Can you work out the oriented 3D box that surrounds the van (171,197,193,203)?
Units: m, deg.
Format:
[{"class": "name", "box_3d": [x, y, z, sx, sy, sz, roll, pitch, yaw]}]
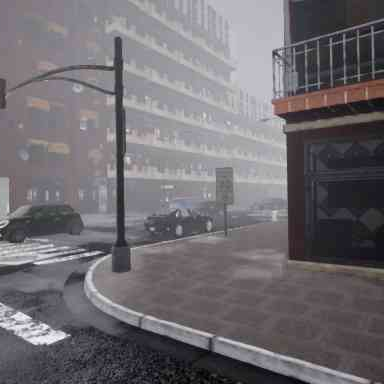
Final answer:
[{"class": "van", "box_3d": [-0.448, 1.365, 30.466, 1.690, 1.788, 3.998, -1, -1, 36]}]

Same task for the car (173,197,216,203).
[{"class": "car", "box_3d": [0.899, 1.452, 28.111, 1.882, 1.535, 5.008, -1, -1, 36]}]

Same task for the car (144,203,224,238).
[{"class": "car", "box_3d": [-0.524, 1.435, 16.821, 2.008, 1.369, 4.403, -1, -1, 36]}]

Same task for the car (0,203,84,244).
[{"class": "car", "box_3d": [-7.545, 1.358, 15.933, 2.097, 1.767, 4.553, -1, -1, 33]}]

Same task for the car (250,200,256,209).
[{"class": "car", "box_3d": [9.284, 1.430, 44.053, 1.967, 1.590, 4.097, -1, -1, 36]}]

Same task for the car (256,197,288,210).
[{"class": "car", "box_3d": [10.128, 1.446, 40.953, 1.837, 1.490, 4.892, -1, -1, 35]}]

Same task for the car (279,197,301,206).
[{"class": "car", "box_3d": [15.673, 1.495, 52.971, 1.752, 1.417, 4.829, -1, -1, 36]}]
